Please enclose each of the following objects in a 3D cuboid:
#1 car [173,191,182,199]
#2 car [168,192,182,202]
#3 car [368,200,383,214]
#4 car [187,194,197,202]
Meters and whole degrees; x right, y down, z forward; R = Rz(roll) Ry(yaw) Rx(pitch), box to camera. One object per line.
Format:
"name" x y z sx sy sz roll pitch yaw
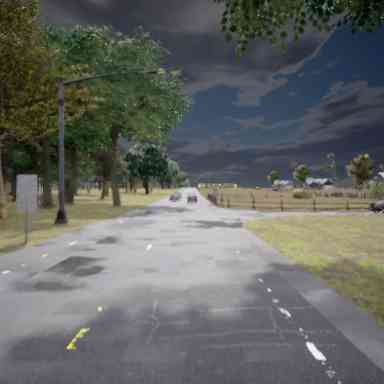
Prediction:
"car" -3.532 0.685 81.523 2.097 1.767 4.553 0 1 0
"car" -3.532 1.115 65.769 1.812 1.442 4.674 0 1 0
"car" 19.923 1.437 32.825 4.674 1.442 1.812 0 -1 0
"car" 0.072 1.105 64.116 2.128 1.511 4.902 0 1 0
